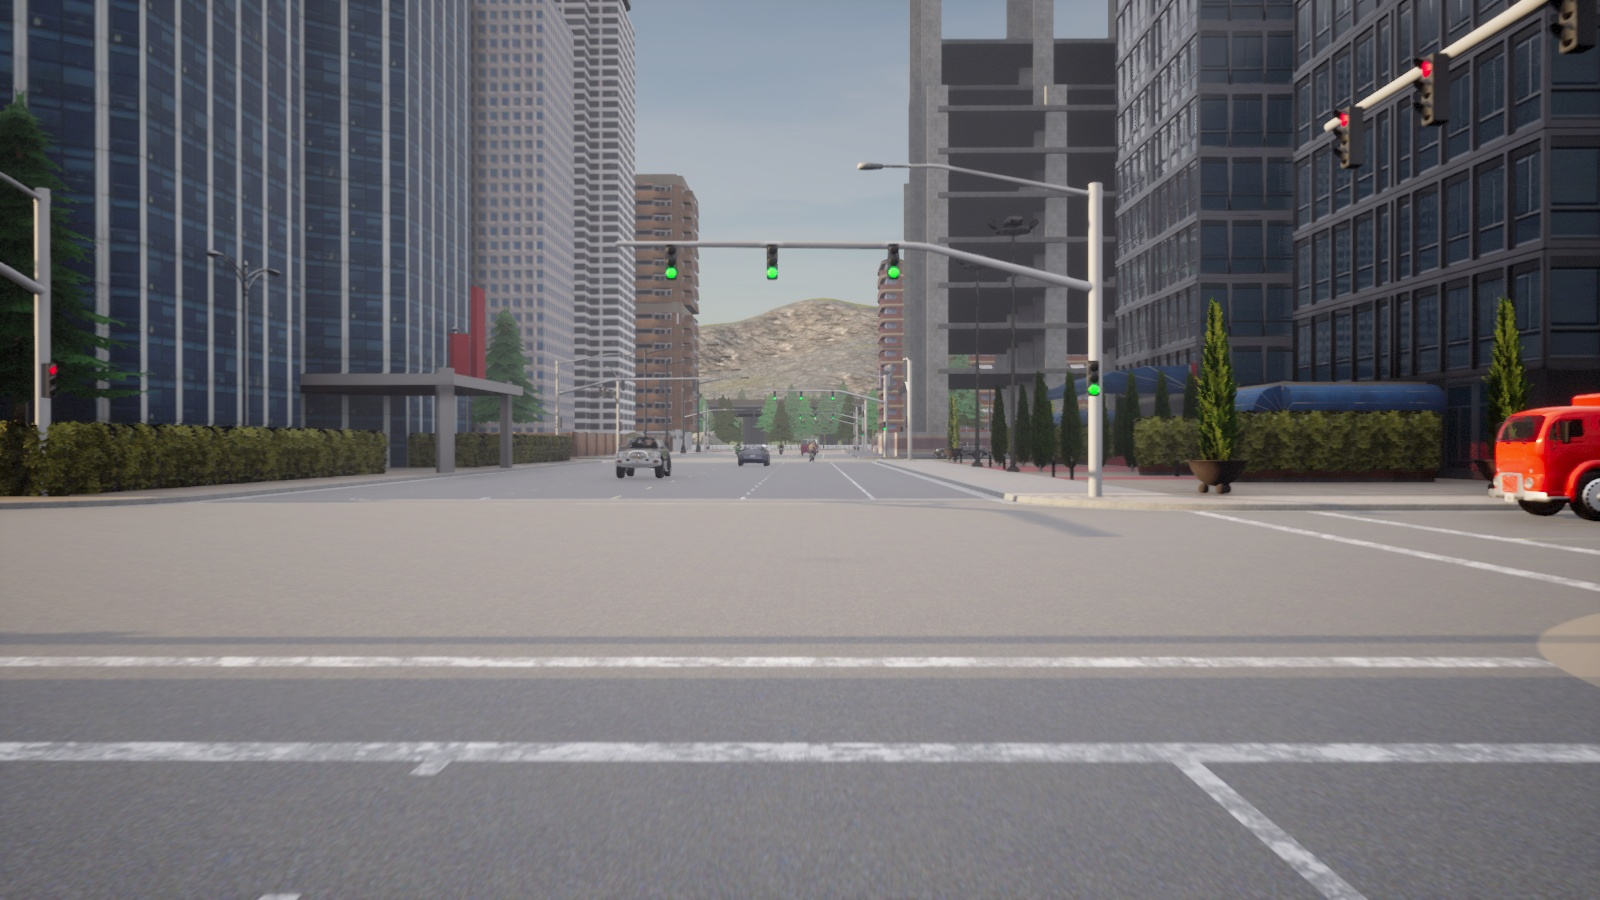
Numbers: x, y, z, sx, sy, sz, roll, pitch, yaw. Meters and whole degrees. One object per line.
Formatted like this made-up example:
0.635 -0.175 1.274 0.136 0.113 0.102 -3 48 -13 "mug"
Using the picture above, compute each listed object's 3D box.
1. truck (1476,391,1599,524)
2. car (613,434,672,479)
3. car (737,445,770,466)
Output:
16.487 0.136 24.457 5.204 2.467 2.627 0 0 1 "truck"
-6.675 0.255 53.689 1.932 1.855 4.605 0 0 0 "car"
-3.011 0.344 82.297 1.994 1.385 4.181 0 0 0 "car"
